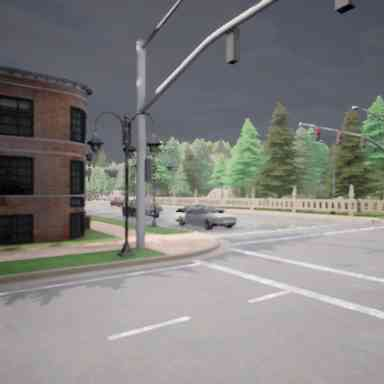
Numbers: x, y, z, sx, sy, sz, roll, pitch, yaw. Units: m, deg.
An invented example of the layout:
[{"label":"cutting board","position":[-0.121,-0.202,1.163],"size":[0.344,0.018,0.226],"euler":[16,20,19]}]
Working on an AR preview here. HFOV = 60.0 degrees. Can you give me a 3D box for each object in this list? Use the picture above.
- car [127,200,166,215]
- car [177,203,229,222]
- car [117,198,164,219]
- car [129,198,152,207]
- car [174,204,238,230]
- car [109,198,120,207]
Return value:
[{"label":"car","position":[-5.068,1.588,36.084],"size":[2.033,1.411,5.357],"euler":[0,0,-34]},{"label":"car","position":[0.779,1.643,27.645],"size":[1.895,1.301,4.718],"euler":[0,0,-35]},{"label":"car","position":[-4.523,1.537,29.144],"size":[1.837,1.490,4.892],"euler":[0,0,-35]},{"label":"car","position":[-8.303,1.622,53.230],"size":[1.994,1.385,4.181],"euler":[0,0,-35]},{"label":"car","position":[0.798,1.634,21.496],"size":[1.895,1.301,4.718],"euler":[0,0,-35]},{"label":"car","position":[-10.954,1.575,50.933],"size":[1.812,1.442,4.674],"euler":[0,0,-35]}]
